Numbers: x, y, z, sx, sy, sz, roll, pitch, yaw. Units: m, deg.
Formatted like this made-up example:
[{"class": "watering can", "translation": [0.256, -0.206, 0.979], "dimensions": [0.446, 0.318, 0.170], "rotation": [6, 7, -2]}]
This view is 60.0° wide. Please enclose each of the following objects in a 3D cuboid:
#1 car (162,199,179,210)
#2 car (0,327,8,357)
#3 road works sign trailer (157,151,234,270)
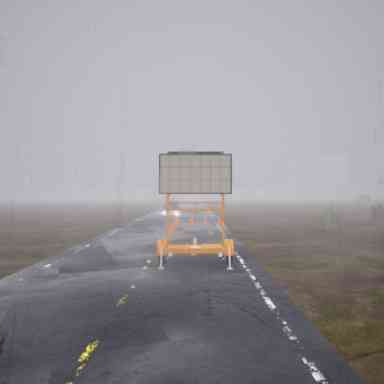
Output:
[{"class": "car", "translation": [-2.651, 1.600, 42.183], "dimensions": [1.895, 1.301, 4.718], "rotation": [0, 0, 1]}, {"class": "car", "translation": [-3.090, 1.547, 1.510], "dimensions": [2.033, 1.411, 5.357], "rotation": [0, 0, 1]}, {"class": "road works sign trailer", "translation": [0.115, 0.464, 11.066], "dimensions": [2.380, 3.560, 2.880], "rotation": [0, 0, 1]}]
